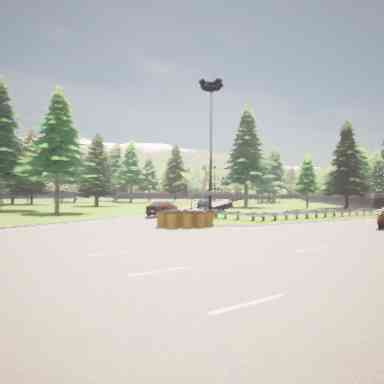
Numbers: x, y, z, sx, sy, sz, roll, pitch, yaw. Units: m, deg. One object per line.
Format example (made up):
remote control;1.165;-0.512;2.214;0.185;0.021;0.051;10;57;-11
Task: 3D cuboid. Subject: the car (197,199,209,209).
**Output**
car;2.056;1.862;53.448;2.128;1.511;4.902;1;0;10

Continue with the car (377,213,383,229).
car;14.347;1.805;22.596;4.674;1.442;1.812;1;0;-36

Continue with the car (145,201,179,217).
car;-2.887;1.669;33.310;1.882;1.535;5.008;1;0;19
